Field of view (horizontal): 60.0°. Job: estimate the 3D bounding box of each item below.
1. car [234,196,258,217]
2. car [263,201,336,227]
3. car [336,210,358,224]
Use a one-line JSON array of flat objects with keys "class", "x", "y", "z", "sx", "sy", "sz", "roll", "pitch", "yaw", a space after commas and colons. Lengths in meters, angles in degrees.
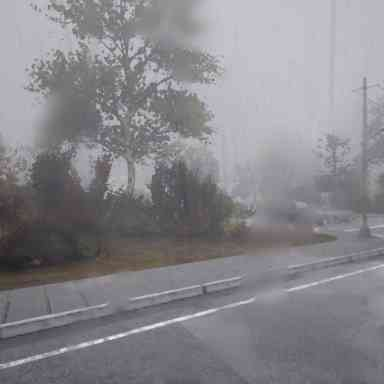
[{"class": "car", "x": 3.907, "y": 1.430, "z": 33.349, "sx": 2.150, "sy": 2.045, "sz": 5.566, "roll": 0, "pitch": -1, "yaw": -41}, {"class": "car", "x": 7.353, "y": 1.426, "z": 23.614, "sx": 2.097, "sy": 1.767, "sz": 4.553, "roll": 0, "pitch": -1, "yaw": -38}, {"class": "car", "x": 10.146, "y": 1.675, "z": 25.817, "sx": 1.895, "sy": 1.301, "sz": 4.718, "roll": 0, "pitch": -1, "yaw": -39}]
